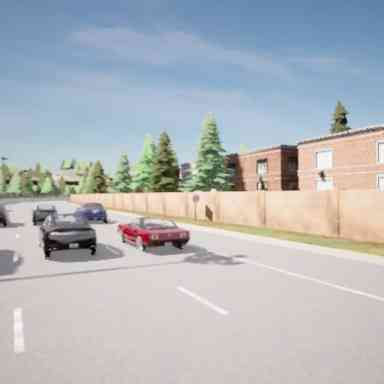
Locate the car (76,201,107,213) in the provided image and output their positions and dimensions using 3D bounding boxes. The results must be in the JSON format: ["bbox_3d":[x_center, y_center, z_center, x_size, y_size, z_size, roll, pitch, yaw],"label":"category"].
[{"bbox_3d":[-8.588,1.649,28.161,2.097,1.767,4.553,0,-1,-26],"label":"car"}]

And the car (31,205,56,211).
[{"bbox_3d":[-11.764,1.772,26.683,2.128,1.511,4.902,0,-1,-26],"label":"car"}]

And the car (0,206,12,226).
[{"bbox_3d":[-14.896,1.765,25.123,1.837,1.490,4.892,0,0,-26],"label":"car"}]

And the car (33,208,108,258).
[{"bbox_3d":[-5.121,1.636,13.506,2.128,1.511,4.902,0,-1,-27],"label":"car"}]

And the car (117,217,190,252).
[{"bbox_3d":[-1.915,1.763,14.915,1.895,1.301,4.718,0,-1,-27],"label":"car"}]
